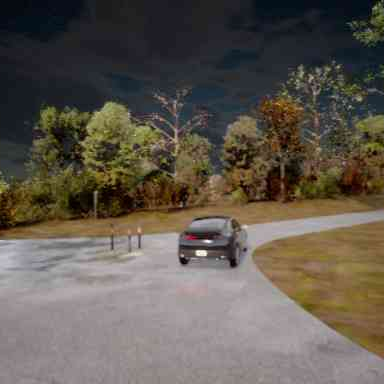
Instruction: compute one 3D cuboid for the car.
[{"bbox_3d":[0.889,1.588,11.915,1.837,1.490,4.892,-1,-2,15],"label":"car"}]
